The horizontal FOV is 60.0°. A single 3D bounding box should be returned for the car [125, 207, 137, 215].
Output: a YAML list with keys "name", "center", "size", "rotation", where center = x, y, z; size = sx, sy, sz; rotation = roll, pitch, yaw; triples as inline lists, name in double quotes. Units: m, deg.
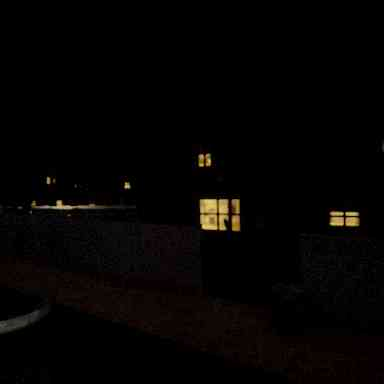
- name: "car"
  center: [-5.739, 2.186, 32.365]
  size: [1.882, 1.535, 5.008]
  rotation: [-1, -2, 36]
